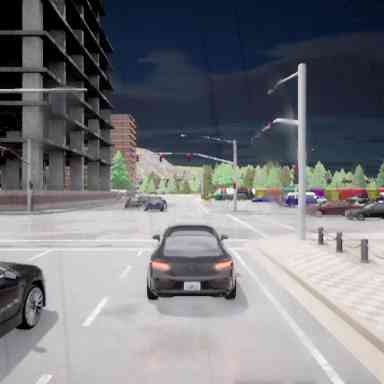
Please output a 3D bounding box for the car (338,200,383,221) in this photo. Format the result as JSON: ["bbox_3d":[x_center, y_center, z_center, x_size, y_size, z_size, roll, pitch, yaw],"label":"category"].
[{"bbox_3d":[14.974,1.590,27.311,4.674,1.442,1.812,0,0,-1],"label":"car"}]

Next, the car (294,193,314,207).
[{"bbox_3d":[20.766,1.439,59.211,3.905,1.438,1.784,0,0,0],"label":"car"}]

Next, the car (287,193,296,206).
[{"bbox_3d":[20.700,1.229,61.894,4.605,1.855,1.932,0,0,0],"label":"car"}]

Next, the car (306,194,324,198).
[{"bbox_3d":[20.781,1.469,56.316,3.806,1.475,1.970,0,0,0],"label":"car"}]

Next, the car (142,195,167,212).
[{"bbox_3d":[-4.234,1.364,39.634,2.097,1.767,4.553,0,0,1],"label":"car"}]

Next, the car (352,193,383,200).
[{"bbox_3d":[35.731,1.231,67.529,4.605,1.855,1.932,0,0,0],"label":"car"}]

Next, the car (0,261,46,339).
[{"bbox_3d":[-3.488,1.493,4.007,2.128,1.511,4.902,0,0,0],"label":"car"}]

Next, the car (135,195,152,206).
[{"bbox_3d":[-8.088,1.370,55.732,2.097,1.767,4.553,0,0,0],"label":"car"}]

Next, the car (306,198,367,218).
[{"bbox_3d":[12.982,1.543,30.813,5.008,1.535,1.882,0,0,-1],"label":"car"}]

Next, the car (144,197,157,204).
[{"bbox_3d":[-8.166,1.623,65.835,1.895,1.301,4.718,0,0,0],"label":"car"}]

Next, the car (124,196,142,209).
[{"bbox_3d":[-7.967,1.541,45.653,1.812,1.442,4.674,0,0,0],"label":"car"}]

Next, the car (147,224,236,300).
[{"bbox_3d":[-0.032,1.528,8.286,1.812,1.442,4.674,0,0,-1],"label":"car"}]
